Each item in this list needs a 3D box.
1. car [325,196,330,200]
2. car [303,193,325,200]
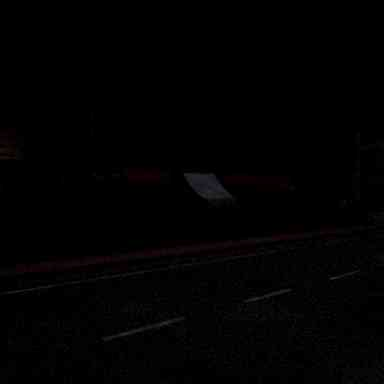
[{"bbox_3d":[23.938,1.042,62.621,1.905,1.878,3.866,0,0,-36],"label":"car"},{"bbox_3d":[21.547,1.046,60.910,1.905,1.878,3.866,0,0,-36],"label":"car"}]
